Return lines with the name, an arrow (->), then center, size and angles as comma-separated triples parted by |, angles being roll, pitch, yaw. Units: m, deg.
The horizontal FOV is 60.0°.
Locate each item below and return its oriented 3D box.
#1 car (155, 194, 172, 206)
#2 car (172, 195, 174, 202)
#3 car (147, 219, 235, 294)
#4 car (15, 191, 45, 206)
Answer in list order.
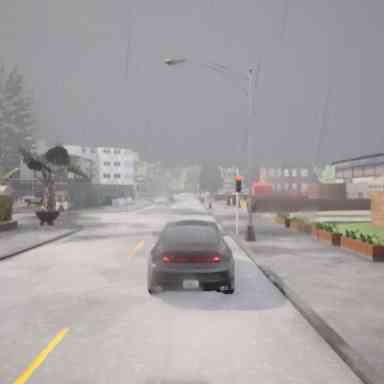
car -> -4.573, 1.308, 51.318 | 1.812, 1.442, 4.674 | 0, 0, 0
car -> -4.659, 1.210, 67.186 | 2.128, 1.511, 4.902 | 0, 0, 0
car -> -0.020, 1.468, 8.643 | 1.837, 1.490, 4.892 | 0, 0, 0
car -> -20.164, 0.803, 42.300 | 1.905, 1.878, 3.866 | 0, 0, 34
